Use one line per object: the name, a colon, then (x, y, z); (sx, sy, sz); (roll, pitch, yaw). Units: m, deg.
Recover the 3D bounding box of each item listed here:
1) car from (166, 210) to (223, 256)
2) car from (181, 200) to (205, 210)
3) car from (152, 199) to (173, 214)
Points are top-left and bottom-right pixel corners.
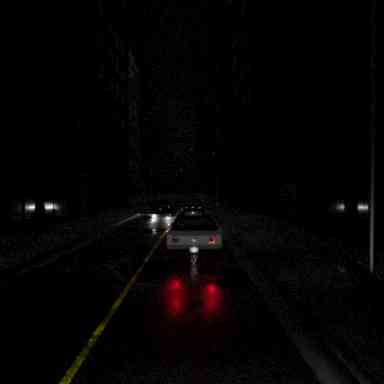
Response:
car: (0.082, 1.589, 13.070); (1.895, 1.301, 4.718); (0, 0, 0)
car: (0.087, 1.464, 29.282); (2.128, 1.511, 4.902); (0, 0, 0)
car: (-3.086, 1.471, 35.147); (1.837, 1.490, 4.892); (0, 0, 0)
